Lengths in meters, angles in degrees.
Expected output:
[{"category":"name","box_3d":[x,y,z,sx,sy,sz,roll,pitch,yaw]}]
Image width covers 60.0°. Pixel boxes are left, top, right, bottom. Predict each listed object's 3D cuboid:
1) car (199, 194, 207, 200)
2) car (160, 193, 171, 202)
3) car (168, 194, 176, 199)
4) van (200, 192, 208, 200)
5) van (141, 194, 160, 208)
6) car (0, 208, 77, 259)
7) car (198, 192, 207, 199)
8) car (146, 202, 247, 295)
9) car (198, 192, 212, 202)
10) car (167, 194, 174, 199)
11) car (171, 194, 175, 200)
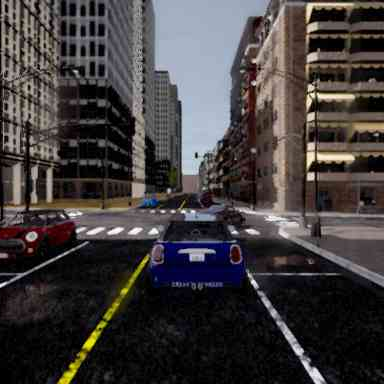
[{"category":"car","box_3d":[2.689,1.192,83.335,2.008,1.369,4.403,0,0,0]},{"category":"car","box_3d":[-5.692,1.233,66.511,1.752,1.417,4.829,0,0,0]},{"category":"car","box_3d":[-5.692,1.150,94.436,2.008,1.369,4.403,0,0,0]},{"category":"van","box_3d":[2.688,1.004,77.784,1.690,1.788,3.998,0,0,0]},{"category":"van","box_3d":[-5.691,1.139,44.477,1.690,1.788,3.998,0,0,0]},{"category":"car","box_3d":[-5.691,1.383,12.004,1.967,1.590,4.097,0,0,0]},{"category":"car","box_3d":[2.688,0.935,88.885,2.192,1.841,5.009,0,0,0]},{"category":"car","box_3d":[0.100,1.310,8.762,2.097,1.767,4.553,0,0,0]},{"category":"car","box_3d":[2.688,1.044,61.131,2.192,1.841,5.009,0,0,0]},{"category":"car","box_3d":[-5.692,1.146,88.715,1.752,1.417,4.829,0,0,0]},{"category":"car","box_3d":[-5.692,1.081,83.333,1.967,1.590,4.097,0,0,0]}]
